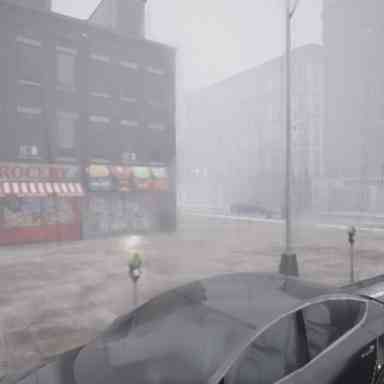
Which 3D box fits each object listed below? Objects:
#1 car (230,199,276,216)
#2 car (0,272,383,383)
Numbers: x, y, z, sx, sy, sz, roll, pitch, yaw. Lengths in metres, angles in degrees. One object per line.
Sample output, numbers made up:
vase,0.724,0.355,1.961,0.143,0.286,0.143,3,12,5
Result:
car,5.830,1.484,32.292,1.882,1.535,5.008,0,0,-36
car,0.287,1.562,3.017,4.313,1.339,1.947,0,0,-36
